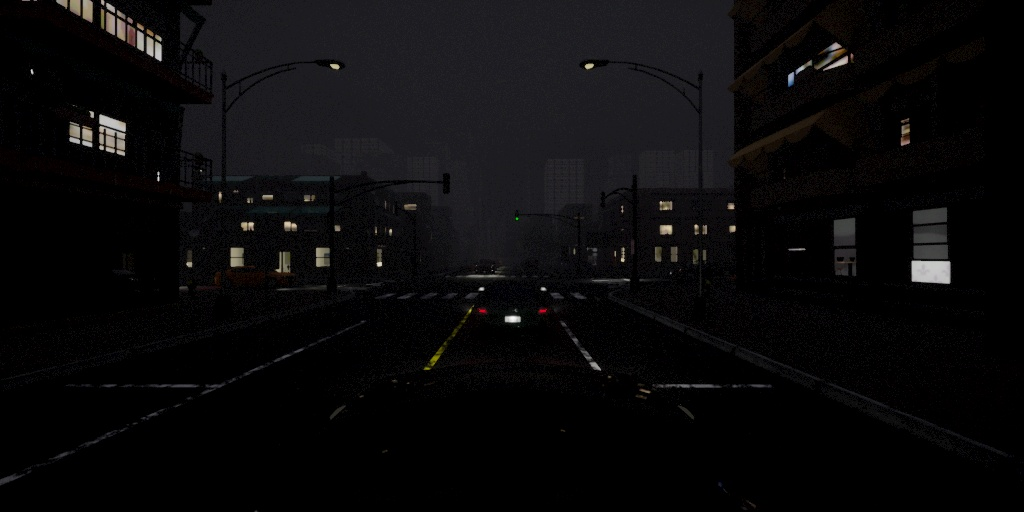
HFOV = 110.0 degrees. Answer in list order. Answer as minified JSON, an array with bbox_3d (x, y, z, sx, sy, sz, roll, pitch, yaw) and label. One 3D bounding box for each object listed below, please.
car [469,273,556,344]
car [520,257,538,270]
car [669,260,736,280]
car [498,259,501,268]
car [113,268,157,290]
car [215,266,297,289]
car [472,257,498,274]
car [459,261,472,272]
[{"bbox_3d":[0.014,1.315,9.641,1.994,1.385,4.181,0,0,0],"label":"car"},{"bbox_3d":[2.721,1.092,52.004,2.192,1.841,5.009,0,0,0],"label":"car"},{"bbox_3d":[14.953,1.061,28.214,4.902,1.511,2.128,-1,0,0],"label":"car"},{"bbox_3d":[-3.067,1.323,50.226,2.033,1.411,5.357,0,0,0],"label":"car"},{"bbox_3d":[-27.695,1.586,25.015,4.674,1.442,1.812,-1,0,0],"label":"car"},{"bbox_3d":[-17.783,1.420,25.014,5.008,1.535,1.882,-1,0,0],"label":"car"},{"bbox_3d":[-3.012,1.117,40.674,2.097,1.767,4.553,0,0,-2],"label":"car"},{"bbox_3d":[-5.751,1.316,46.488,1.888,1.381,4.507,0,0,0],"label":"car"}]
